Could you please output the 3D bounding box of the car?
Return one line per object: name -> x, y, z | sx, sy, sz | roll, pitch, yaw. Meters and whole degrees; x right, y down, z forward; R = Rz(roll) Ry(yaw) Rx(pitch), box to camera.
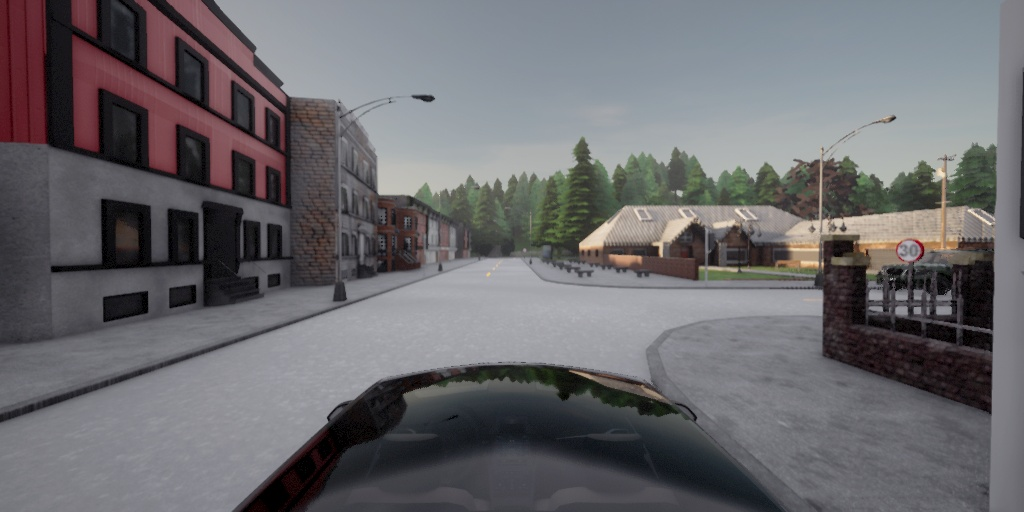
car -> 20.578, 0.734, 16.804 | 5.566, 2.045, 2.150 | 0, 1, 0
